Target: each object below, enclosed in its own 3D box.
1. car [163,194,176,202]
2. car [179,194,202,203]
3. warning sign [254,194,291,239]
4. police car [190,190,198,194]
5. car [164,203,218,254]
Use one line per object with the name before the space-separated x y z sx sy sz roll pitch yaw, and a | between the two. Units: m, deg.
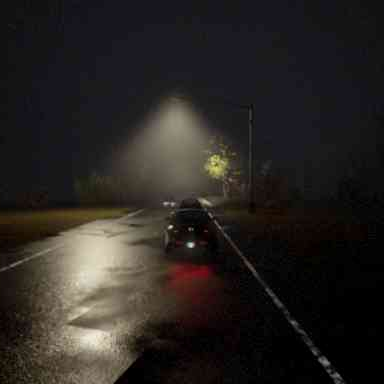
car | -3.887 1.114 58.334 1.994 1.385 4.181 0 0 0
car | -0.111 1.257 29.209 1.882 1.535 5.008 0 1 0
warning sign | 3.454 1.008 14.307 1.300 1.860 1.060 -1 0 0
police car | 0.540 0.713 90.394 1.930 1.638 5.238 0 0 0
car | -0.029 1.408 13.059 1.837 1.490 4.892 0 1 0
